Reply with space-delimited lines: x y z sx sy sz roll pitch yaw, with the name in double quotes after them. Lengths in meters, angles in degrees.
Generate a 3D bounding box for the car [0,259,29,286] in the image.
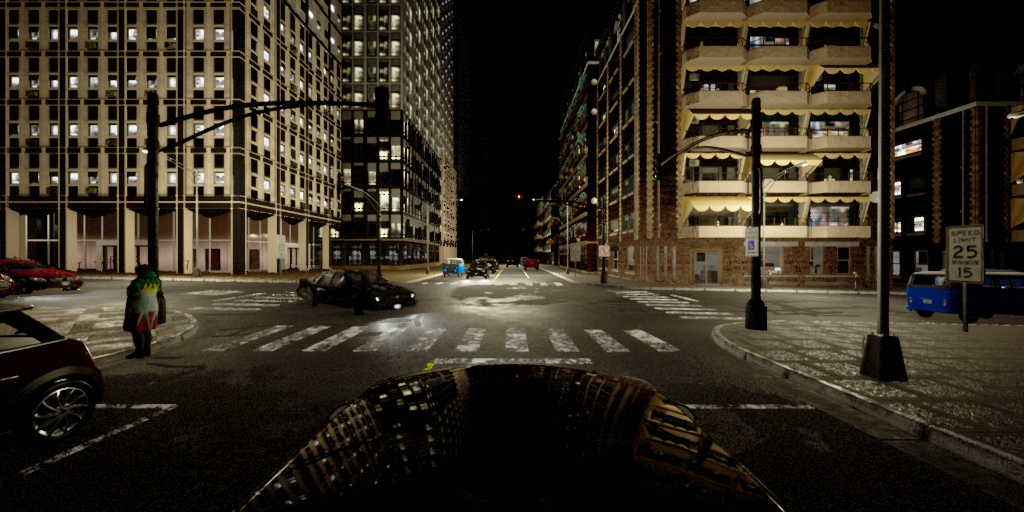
-21.133 0.817 13.109 4.097 1.591 1.967 0 0 0 "car"

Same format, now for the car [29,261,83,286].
-21.863 0.886 15.697 4.674 1.442 1.812 1 0 0 "car"

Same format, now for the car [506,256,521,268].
0.077 0.991 63.900 2.150 2.045 5.566 0 0 0 "car"

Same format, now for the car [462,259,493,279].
-3.058 1.259 32.756 1.837 1.490 4.892 0 0 0 "car"

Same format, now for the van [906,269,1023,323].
16.926 1.452 13.013 3.998 1.789 1.690 0 0 0 "van"

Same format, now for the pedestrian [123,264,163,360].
-7.306 1.043 7.074 0.375 1.860 0.375 0 0 0 "pedestrian"

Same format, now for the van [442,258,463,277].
-5.650 1.095 34.797 1.690 1.789 3.998 0 0 0 "van"

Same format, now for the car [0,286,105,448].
-5.689 1.190 2.323 1.967 1.591 4.097 0 0 0 "car"

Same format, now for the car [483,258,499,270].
-3.031 1.115 53.194 2.097 1.767 4.553 0 0 0 "car"

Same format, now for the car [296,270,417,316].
-5.892 1.219 13.251 5.357 1.411 2.033 1 0 35 "car"

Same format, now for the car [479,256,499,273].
-3.044 0.980 42.878 2.150 2.045 5.566 0 0 1 "car"

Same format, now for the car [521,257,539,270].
2.749 1.077 51.441 2.192 1.841 5.009 0 0 0 "car"
